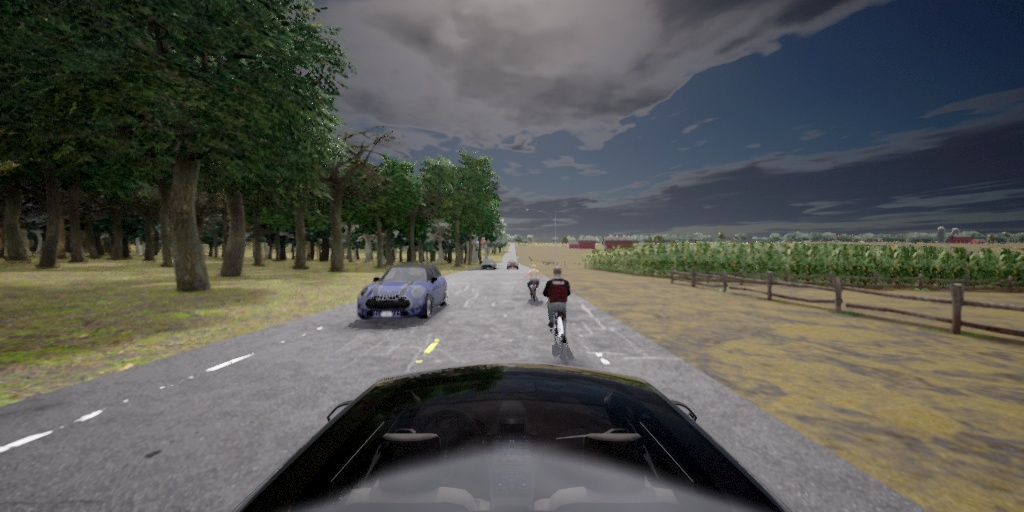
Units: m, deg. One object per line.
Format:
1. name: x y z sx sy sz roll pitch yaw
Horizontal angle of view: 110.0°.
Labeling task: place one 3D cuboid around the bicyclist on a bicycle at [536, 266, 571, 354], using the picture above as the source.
1. bicyclist on a bicycle: 0.964 1.104 7.812 0.659 1.776 1.843 0 0 0

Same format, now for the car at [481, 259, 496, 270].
1. car: -3.573 1.227 54.710 2.097 1.767 4.553 0 0 0

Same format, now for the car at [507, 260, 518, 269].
1. car: 0.109 1.540 60.807 1.895 1.301 4.718 0 -1 0

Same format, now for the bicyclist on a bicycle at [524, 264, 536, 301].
1. bicyclist on a bicycle: 0.968 1.159 16.036 0.866 1.612 1.509 0 0 0

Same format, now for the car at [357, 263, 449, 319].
1. car: -3.596 1.078 12.552 2.097 1.767 4.553 0 0 0
